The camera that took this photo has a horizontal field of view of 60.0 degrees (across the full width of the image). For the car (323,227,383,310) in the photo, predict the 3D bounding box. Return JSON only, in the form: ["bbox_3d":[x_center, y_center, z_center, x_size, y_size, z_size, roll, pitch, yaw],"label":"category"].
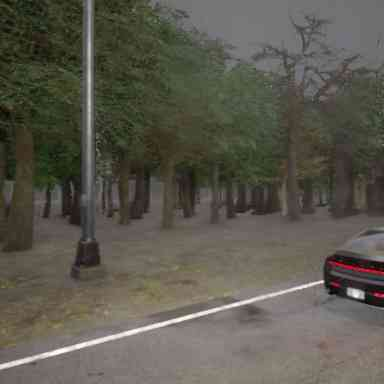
[{"bbox_3d":[4.809,1.512,7.175,4.892,1.490,1.837,0,0,-36],"label":"car"}]
